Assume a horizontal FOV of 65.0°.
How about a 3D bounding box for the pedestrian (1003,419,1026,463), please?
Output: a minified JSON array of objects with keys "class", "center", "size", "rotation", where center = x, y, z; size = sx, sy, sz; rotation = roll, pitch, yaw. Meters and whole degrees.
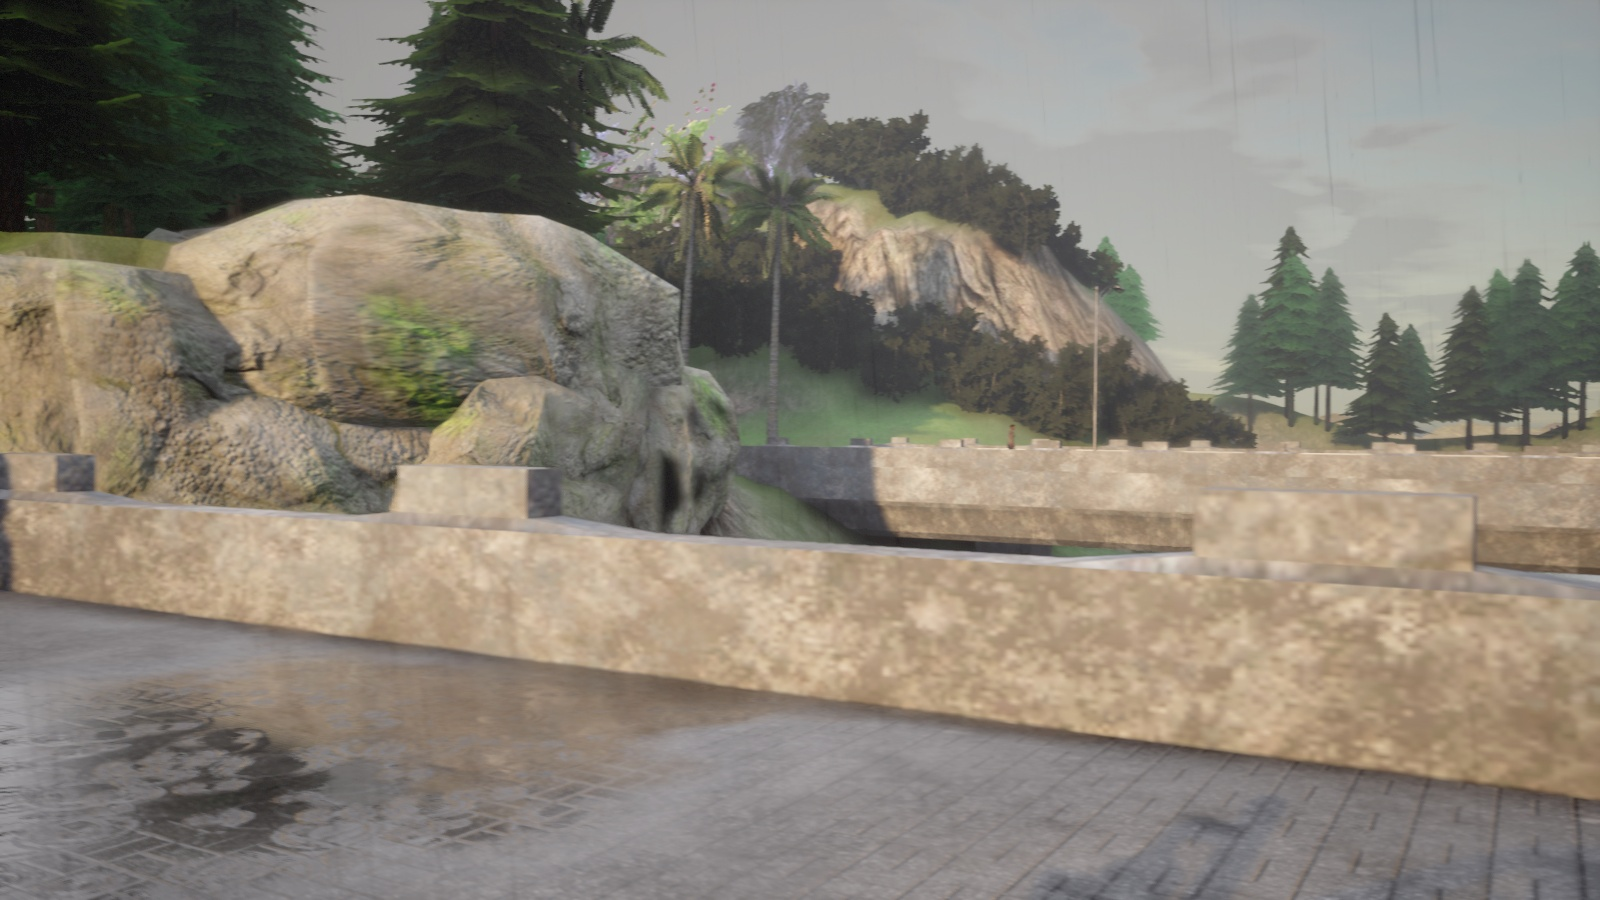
[{"class":"pedestrian","center":[8.839,-0.374,51.786],"size":[0.869,1.805,0.328],"rotation":[0,1,27]}]
